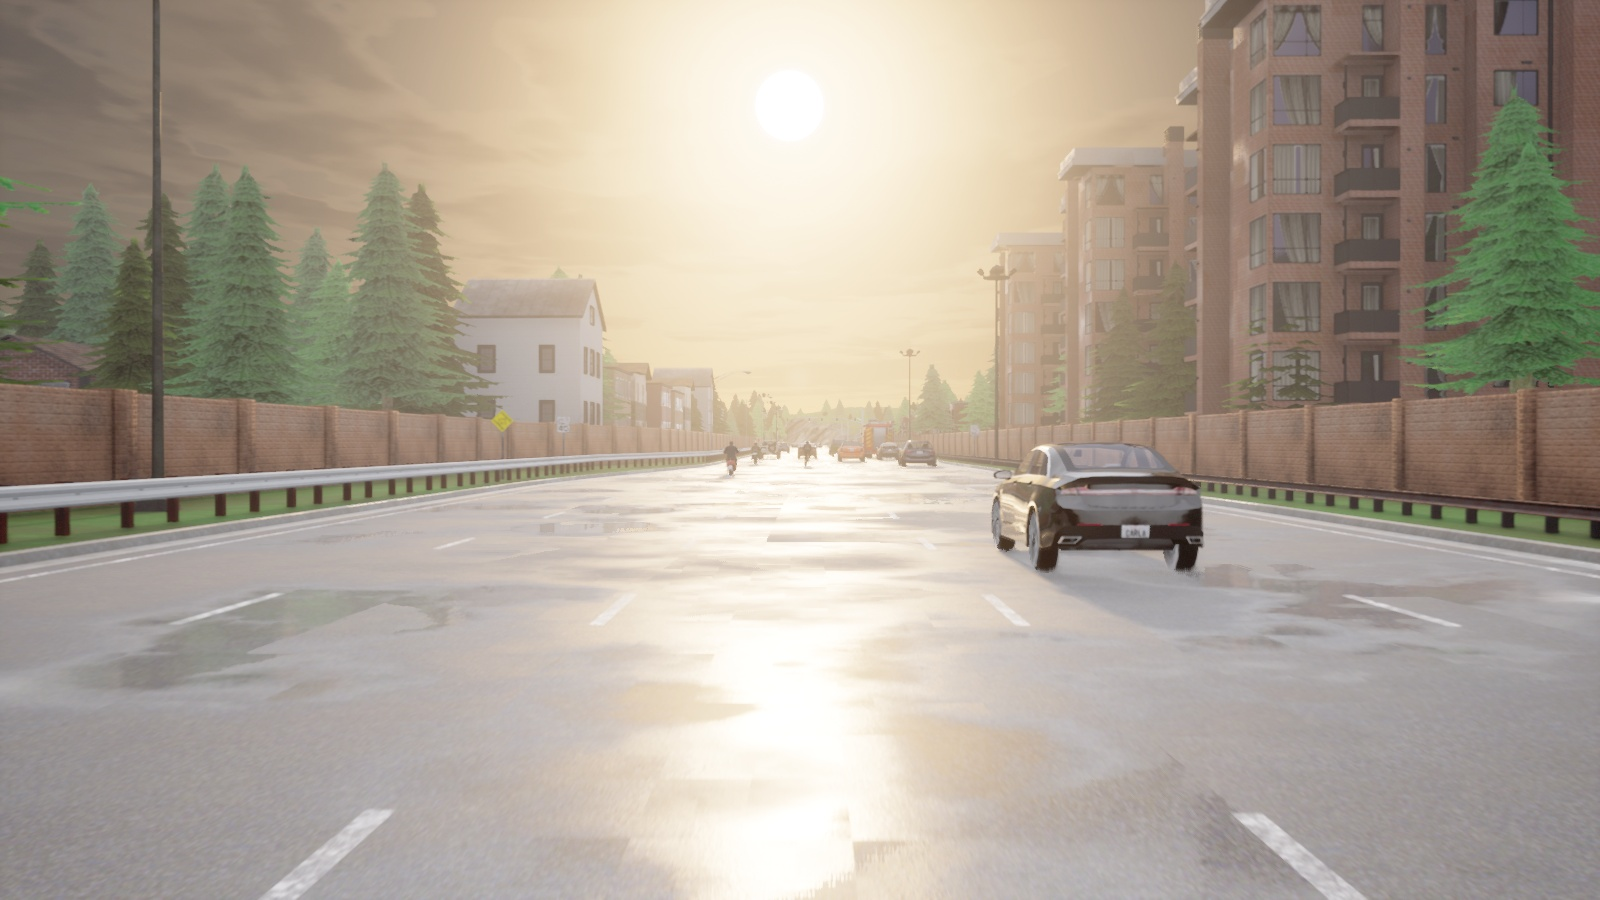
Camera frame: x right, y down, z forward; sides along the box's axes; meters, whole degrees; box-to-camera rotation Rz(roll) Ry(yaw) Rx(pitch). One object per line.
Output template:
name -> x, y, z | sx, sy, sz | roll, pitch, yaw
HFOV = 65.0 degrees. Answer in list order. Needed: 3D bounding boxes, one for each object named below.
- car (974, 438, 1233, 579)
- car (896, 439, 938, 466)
car -> 3.606, 0.615, 15.954 | 2.128, 1.511, 4.902 | 0, 0, 0
car -> 7.475, 0.143, 80.576 | 2.242, 1.667, 4.611 | 0, 0, 0
